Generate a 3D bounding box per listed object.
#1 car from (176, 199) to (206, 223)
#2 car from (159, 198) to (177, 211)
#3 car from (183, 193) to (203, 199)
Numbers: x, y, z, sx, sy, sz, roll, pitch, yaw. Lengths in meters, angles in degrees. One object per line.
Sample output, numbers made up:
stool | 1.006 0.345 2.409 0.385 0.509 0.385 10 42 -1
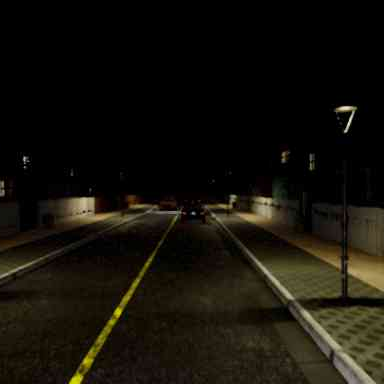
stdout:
car | 0.093 1.510 25.345 2.033 1.411 5.357 0 0 0
car | -2.850 1.420 40.336 1.882 1.535 5.008 0 0 0
car | 0.087 1.167 40.021 2.150 2.045 5.566 0 0 0
